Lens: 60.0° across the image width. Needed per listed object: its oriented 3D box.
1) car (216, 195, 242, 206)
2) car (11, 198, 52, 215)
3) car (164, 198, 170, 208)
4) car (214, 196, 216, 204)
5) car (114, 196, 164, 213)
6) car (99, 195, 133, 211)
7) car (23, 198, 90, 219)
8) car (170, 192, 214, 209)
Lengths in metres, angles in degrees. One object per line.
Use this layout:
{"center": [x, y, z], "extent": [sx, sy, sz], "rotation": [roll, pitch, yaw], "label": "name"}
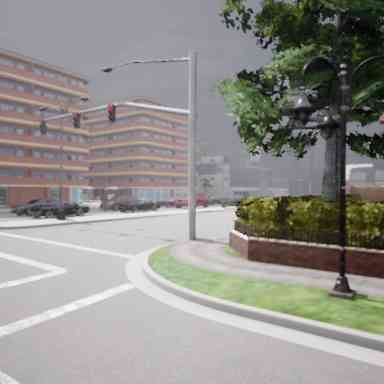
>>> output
{"center": [6.123, 1.182, 50.690], "extent": [2.097, 1.767, 4.553], "rotation": [0, 0, 36], "label": "car"}
{"center": [-13.482, 1.309, 29.682], "extent": [1.837, 1.490, 4.892], "rotation": [0, 0, 36], "label": "car"}
{"center": [-2.853, 1.406, 44.331], "extent": [1.895, 1.301, 4.718], "rotation": [0, 0, 36], "label": "car"}
{"center": [3.184, 1.332, 52.602], "extent": [1.812, 1.442, 4.674], "rotation": [0, 0, 36], "label": "car"}
{"center": [-5.478, 1.428, 34.760], "extent": [1.895, 1.301, 4.718], "rotation": [0, 0, 36], "label": "car"}
{"center": [-8.092, 1.157, 37.104], "extent": [2.097, 1.767, 4.553], "rotation": [0, 0, 35], "label": "car"}
{"center": [-10.875, 1.429, 27.353], "extent": [1.895, 1.301, 4.718], "rotation": [0, 0, 33], "label": "car"}
{"center": [0.086, 1.051, 42.413], "extent": [2.150, 2.045, 5.566], "rotation": [0, 0, 36], "label": "car"}
